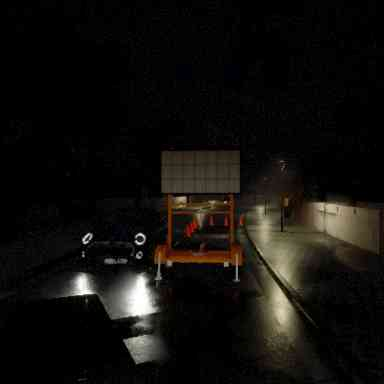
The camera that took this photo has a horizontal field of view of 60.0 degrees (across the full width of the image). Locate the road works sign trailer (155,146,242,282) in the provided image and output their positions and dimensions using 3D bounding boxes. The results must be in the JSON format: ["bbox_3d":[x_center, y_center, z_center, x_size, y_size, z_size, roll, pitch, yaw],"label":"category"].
[{"bbox_3d":[0.264,0.471,9.864,2.380,3.560,2.880,0,0,5],"label":"road works sign trailer"}]

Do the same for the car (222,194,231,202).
[{"bbox_3d":[9.318,1.457,88.243,2.150,2.045,5.566,0,0,0],"label":"car"}]

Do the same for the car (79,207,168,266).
[{"bbox_3d":[-2.137,1.363,11.584,2.097,1.767,4.553,0,0,5],"label":"car"}]
